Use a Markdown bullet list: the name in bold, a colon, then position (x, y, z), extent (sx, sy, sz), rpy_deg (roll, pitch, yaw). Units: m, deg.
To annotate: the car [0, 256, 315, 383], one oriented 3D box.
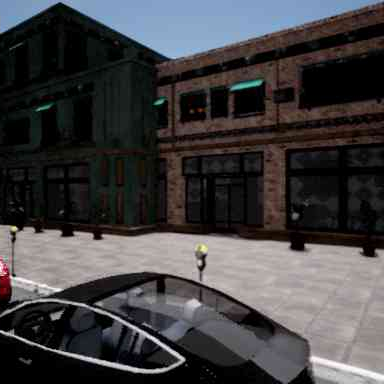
- **car**: position (-0.938, 1.570, 3.543), extent (4.313, 1.339, 1.947), rpy_deg (-1, 1, 35)
